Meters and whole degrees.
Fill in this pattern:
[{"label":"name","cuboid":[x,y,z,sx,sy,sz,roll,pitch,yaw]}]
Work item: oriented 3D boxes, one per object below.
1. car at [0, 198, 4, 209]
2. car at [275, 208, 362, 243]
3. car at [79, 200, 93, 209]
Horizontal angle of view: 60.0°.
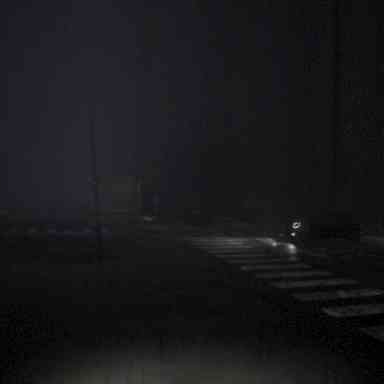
[{"label":"car","cuboid":[-23.999,1.402,39.942,1.837,1.490,4.892,2,-1,-16]},{"label":"car","cuboid":[6.840,1.733,18.115,4.553,1.767,2.097,2,-1,-17]},{"label":"car","cuboid":[-15.626,1.800,49.010,1.994,1.385,4.181,2,-1,-17]}]
